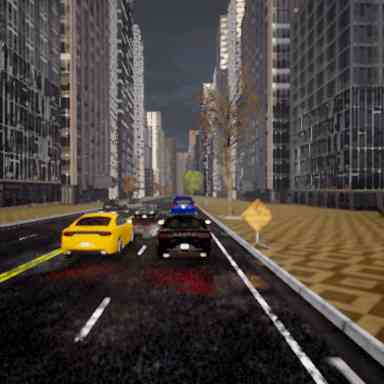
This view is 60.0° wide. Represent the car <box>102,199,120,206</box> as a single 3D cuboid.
[{"bbox_3d":[-11.207,1.785,46.164,1.837,1.490,4.892,0,-1,-2],"label":"car"}]

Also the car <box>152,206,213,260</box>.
[{"bbox_3d":[-0.286,1.548,12.832,1.882,1.535,5.008,0,0,-1],"label":"car"}]

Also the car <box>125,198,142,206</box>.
[{"bbox_3d":[-7.960,1.621,46.256,2.097,1.767,4.553,0,0,-2],"label":"car"}]

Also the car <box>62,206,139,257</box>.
[{"bbox_3d":[-3.548,1.559,13.320,1.882,1.535,5.008,0,0,-1],"label":"car"}]

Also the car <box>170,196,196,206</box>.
[{"bbox_3d":[-0.814,1.388,30.799,2.150,2.045,5.566,0,0,-2],"label":"car"}]

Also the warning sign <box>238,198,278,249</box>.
[{"bbox_3d":[2.511,1.178,12.797,1.300,1.860,1.060,1,1,-2],"label":"warning sign"}]

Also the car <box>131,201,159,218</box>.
[{"bbox_3d":[-4.052,1.774,30.220,1.895,1.301,4.718,0,0,-1],"label":"car"}]
